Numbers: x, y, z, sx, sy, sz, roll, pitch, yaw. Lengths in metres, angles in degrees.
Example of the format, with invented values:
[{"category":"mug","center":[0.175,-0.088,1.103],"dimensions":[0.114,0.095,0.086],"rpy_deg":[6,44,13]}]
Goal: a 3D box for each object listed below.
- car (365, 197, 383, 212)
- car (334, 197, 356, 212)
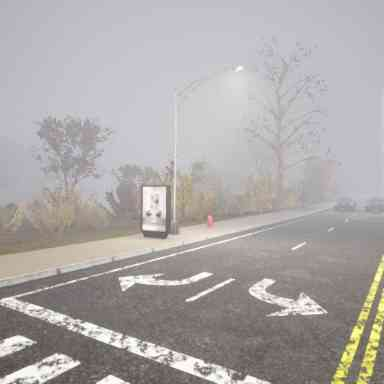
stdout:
[{"category":"car","center":[21.253,1.393,38.326],"dimensions":[2.097,1.767,4.553],"rpy_deg":[0,0,30]},{"category":"car","center":[18.438,1.390,39.950],"dimensions":[2.097,1.767,4.553],"rpy_deg":[0,0,30]}]
